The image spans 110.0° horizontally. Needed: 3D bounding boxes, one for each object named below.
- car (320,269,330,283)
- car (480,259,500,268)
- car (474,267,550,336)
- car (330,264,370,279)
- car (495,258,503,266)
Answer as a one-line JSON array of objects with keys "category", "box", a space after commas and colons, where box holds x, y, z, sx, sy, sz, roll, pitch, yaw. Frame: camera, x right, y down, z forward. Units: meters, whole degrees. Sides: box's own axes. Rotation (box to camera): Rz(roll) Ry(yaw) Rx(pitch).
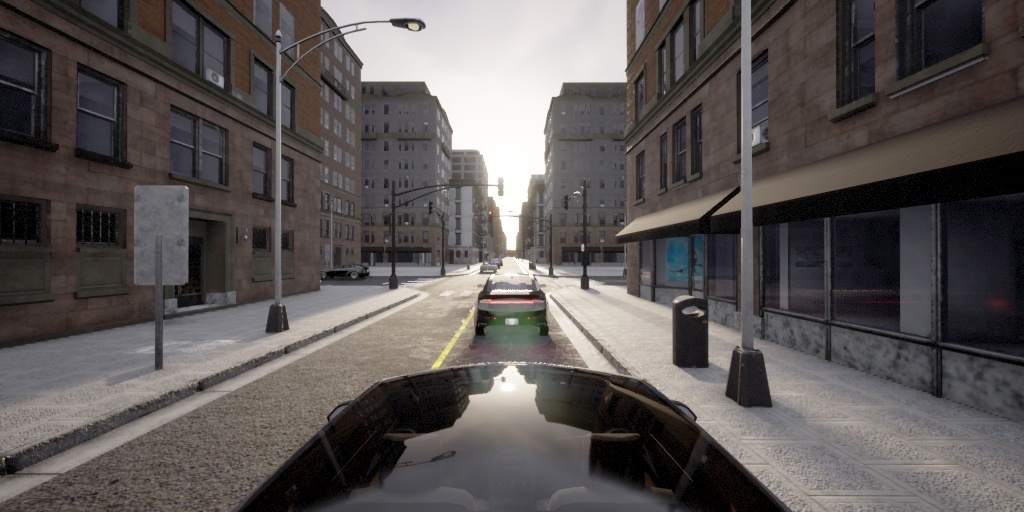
[{"category": "car", "box": [-14.773, 1.288, 23.532, 4.313, 1.339, 1.948, 0, 0, 0]}, {"category": "car", "box": [-2.853, 1.324, 43.688, 1.895, 1.301, 4.718, 0, 0, 0]}, {"category": "car", "box": [-0.001, 1.241, 10.388, 2.128, 1.511, 4.902, 0, 0, 0]}, {"category": "car", "box": [-14.768, 1.329, 31.558, 4.313, 1.339, 1.948, 0, 0, 0]}, {"category": "car", "box": [-2.844, 1.182, 57.098, 1.882, 1.535, 5.008, 0, 0, 0]}]
